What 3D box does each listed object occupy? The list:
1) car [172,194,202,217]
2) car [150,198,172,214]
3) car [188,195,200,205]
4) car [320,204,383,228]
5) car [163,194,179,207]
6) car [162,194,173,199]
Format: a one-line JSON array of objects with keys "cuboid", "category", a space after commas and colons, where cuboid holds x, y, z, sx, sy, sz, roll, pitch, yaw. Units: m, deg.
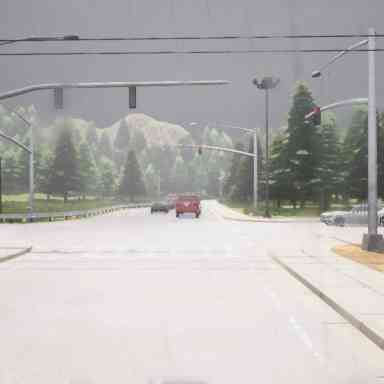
[{"cuboid": [-0.239, 1.307, 32.675, 2.150, 2.045, 5.566, 0, 0, 5], "category": "car"}, {"cuboid": [-3.551, 1.717, 37.606, 1.895, 1.301, 4.718, 0, 0, 0], "category": "car"}, {"cuboid": [0.378, 1.508, 61.908, 2.097, 1.767, 4.553, 0, 0, 1], "category": "car"}, {"cuboid": [11.001, 1.554, 22.134, 4.674, 1.442, 1.812, 0, 0, 1], "category": "car"}, {"cuboid": [-3.444, 1.381, 55.416, 2.150, 2.045, 5.566, 0, 0, 1], "category": "car"}, {"cuboid": [-3.528, 1.486, 44.729, 2.097, 1.767, 4.553, 0, 0, 0], "category": "car"}]
